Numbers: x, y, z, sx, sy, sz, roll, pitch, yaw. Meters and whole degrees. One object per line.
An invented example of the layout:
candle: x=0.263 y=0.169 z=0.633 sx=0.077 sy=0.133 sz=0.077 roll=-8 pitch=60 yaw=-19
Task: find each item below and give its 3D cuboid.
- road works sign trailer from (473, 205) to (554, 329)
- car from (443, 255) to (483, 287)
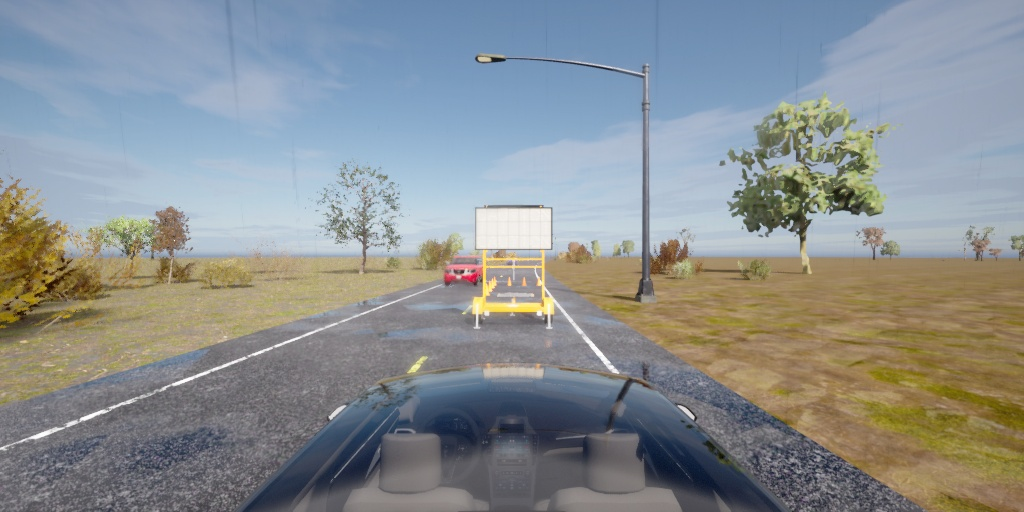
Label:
road works sign trailer: x=0.057 y=0.214 z=11.270 sx=2.380 sy=3.560 sz=2.880 roll=0 pitch=0 yaw=1
car: x=-3.217 y=0.969 z=25.021 sx=2.150 sy=2.045 sz=5.566 roll=0 pitch=0 yaw=2
